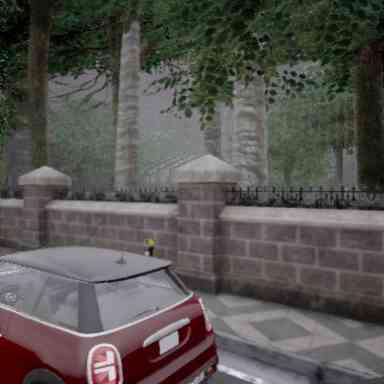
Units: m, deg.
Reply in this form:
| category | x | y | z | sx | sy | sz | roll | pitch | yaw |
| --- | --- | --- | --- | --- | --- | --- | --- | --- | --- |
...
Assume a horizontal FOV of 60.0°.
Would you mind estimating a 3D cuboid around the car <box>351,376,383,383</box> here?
| category | x | y | z | sx | sy | sz | roll | pitch | yaw |
| --- | --- | --- | --- | --- | --- | --- | --- | --- | --- |
| car | 2.645 | 1.558 | 1.076 | 4.403 | 1.369 | 2.008 | 0 | 0 | 36 |

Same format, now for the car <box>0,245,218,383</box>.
| category | x | y | z | sx | sy | sz | roll | pitch | yaw |
| --- | --- | --- | --- | --- | --- | --- | --- | --- | --- |
| car | -1.795 | 1.422 | 4.247 | 4.097 | 1.590 | 1.967 | 0 | 0 | 36 |
